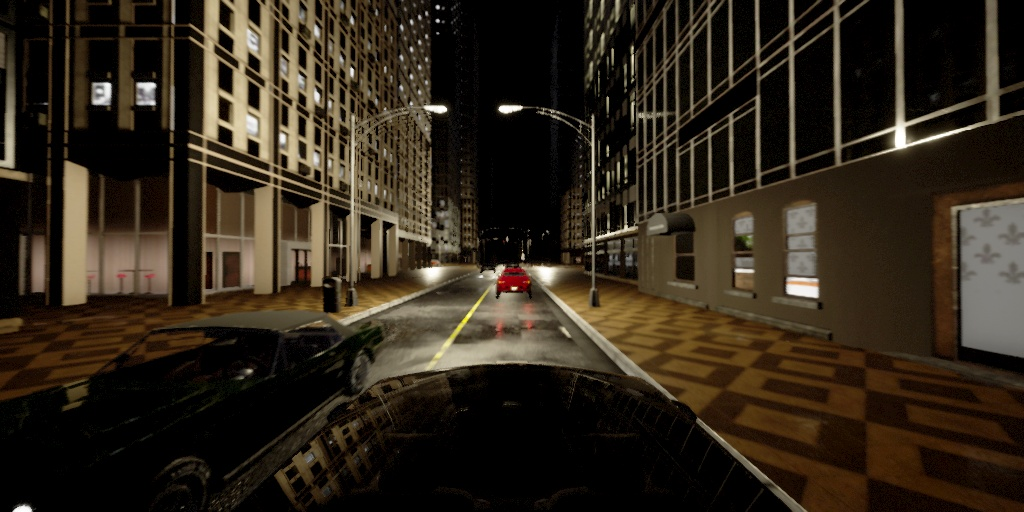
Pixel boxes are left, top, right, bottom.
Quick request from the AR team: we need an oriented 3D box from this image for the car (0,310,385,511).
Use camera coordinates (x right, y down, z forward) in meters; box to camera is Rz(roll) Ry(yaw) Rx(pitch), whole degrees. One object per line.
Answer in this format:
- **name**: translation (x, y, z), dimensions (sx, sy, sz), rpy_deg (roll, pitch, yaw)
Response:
- **car**: translation (-3.099, 1.365, 3.881), dimensions (1.895, 1.301, 4.718), rpy_deg (0, 0, 0)

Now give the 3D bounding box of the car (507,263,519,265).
- **car**: translation (0.106, 1.488, 39.975), dimensions (2.128, 1.511, 4.902), rpy_deg (0, 0, 0)

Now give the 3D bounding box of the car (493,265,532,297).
- **car**: translation (0.105, 1.391, 19.479), dimensions (1.812, 1.442, 4.674), rpy_deg (0, 0, 0)

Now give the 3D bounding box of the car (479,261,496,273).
- **car**: translation (-2.994, 1.364, 45.808), dimensions (1.812, 1.442, 4.674), rpy_deg (0, 0, 0)
